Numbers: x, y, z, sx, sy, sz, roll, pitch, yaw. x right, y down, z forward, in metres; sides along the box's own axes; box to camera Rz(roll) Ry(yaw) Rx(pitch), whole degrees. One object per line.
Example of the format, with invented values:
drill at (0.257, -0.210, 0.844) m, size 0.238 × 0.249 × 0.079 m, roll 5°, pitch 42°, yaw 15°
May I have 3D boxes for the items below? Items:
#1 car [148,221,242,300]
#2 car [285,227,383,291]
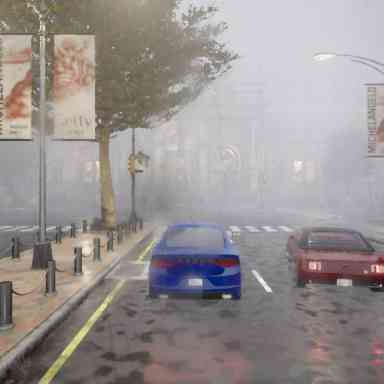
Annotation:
car at (0.071, 1.478, 8.470) m, size 1.882 × 1.535 × 5.008 m, roll 0°, pitch 0°, yaw 0°
car at (3.677, 1.601, 9.097) m, size 1.895 × 1.301 × 4.718 m, roll 0°, pitch 0°, yaw 13°
